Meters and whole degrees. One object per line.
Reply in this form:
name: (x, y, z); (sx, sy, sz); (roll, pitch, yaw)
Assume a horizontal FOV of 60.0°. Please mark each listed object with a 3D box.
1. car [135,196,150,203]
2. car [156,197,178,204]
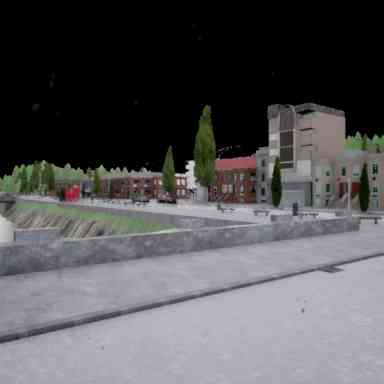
car: (-10.445, 1.560, 68.848); (1.994, 1.385, 4.181); (0, 0, -36)
car: (-4.636, 1.598, 60.718); (1.895, 1.301, 4.718); (0, 0, -36)
